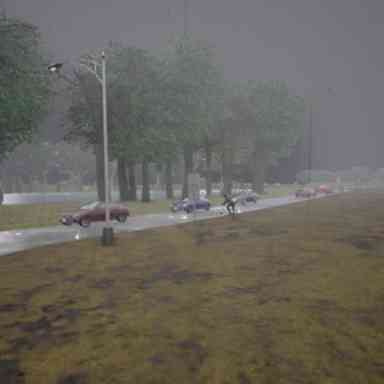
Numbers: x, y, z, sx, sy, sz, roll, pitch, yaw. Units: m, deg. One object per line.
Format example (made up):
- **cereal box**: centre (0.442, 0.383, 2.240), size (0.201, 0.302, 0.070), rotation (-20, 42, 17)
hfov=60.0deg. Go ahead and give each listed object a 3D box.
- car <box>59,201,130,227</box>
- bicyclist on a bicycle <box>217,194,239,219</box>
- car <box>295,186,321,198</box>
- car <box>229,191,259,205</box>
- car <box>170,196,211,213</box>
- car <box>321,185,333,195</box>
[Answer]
- **car**: centre (-5.947, 1.295, 20.820), size (1.812, 1.442, 4.674), rotation (-1, 0, 35)
- **bicyclist on a bicycle**: centre (2.376, 0.990, 22.260), size (1.656, 1.620, 0.582), rotation (-1, 1, 35)
- **car**: centre (16.179, 0.051, 47.208), size (2.128, 1.511, 4.902), rotation (-1, 1, 35)
- **car**: centre (5.891, 0.631, 37.668), size (2.128, 1.511, 4.902), rotation (-1, 1, 35)
- **car**: centre (-0.001, 1.028, 29.276), size (1.812, 1.442, 4.674), rotation (-1, 1, 35)
- **car**: centre (22.110, -0.372, 55.666), size (1.882, 1.535, 5.008), rotation (-1, 2, 35)
